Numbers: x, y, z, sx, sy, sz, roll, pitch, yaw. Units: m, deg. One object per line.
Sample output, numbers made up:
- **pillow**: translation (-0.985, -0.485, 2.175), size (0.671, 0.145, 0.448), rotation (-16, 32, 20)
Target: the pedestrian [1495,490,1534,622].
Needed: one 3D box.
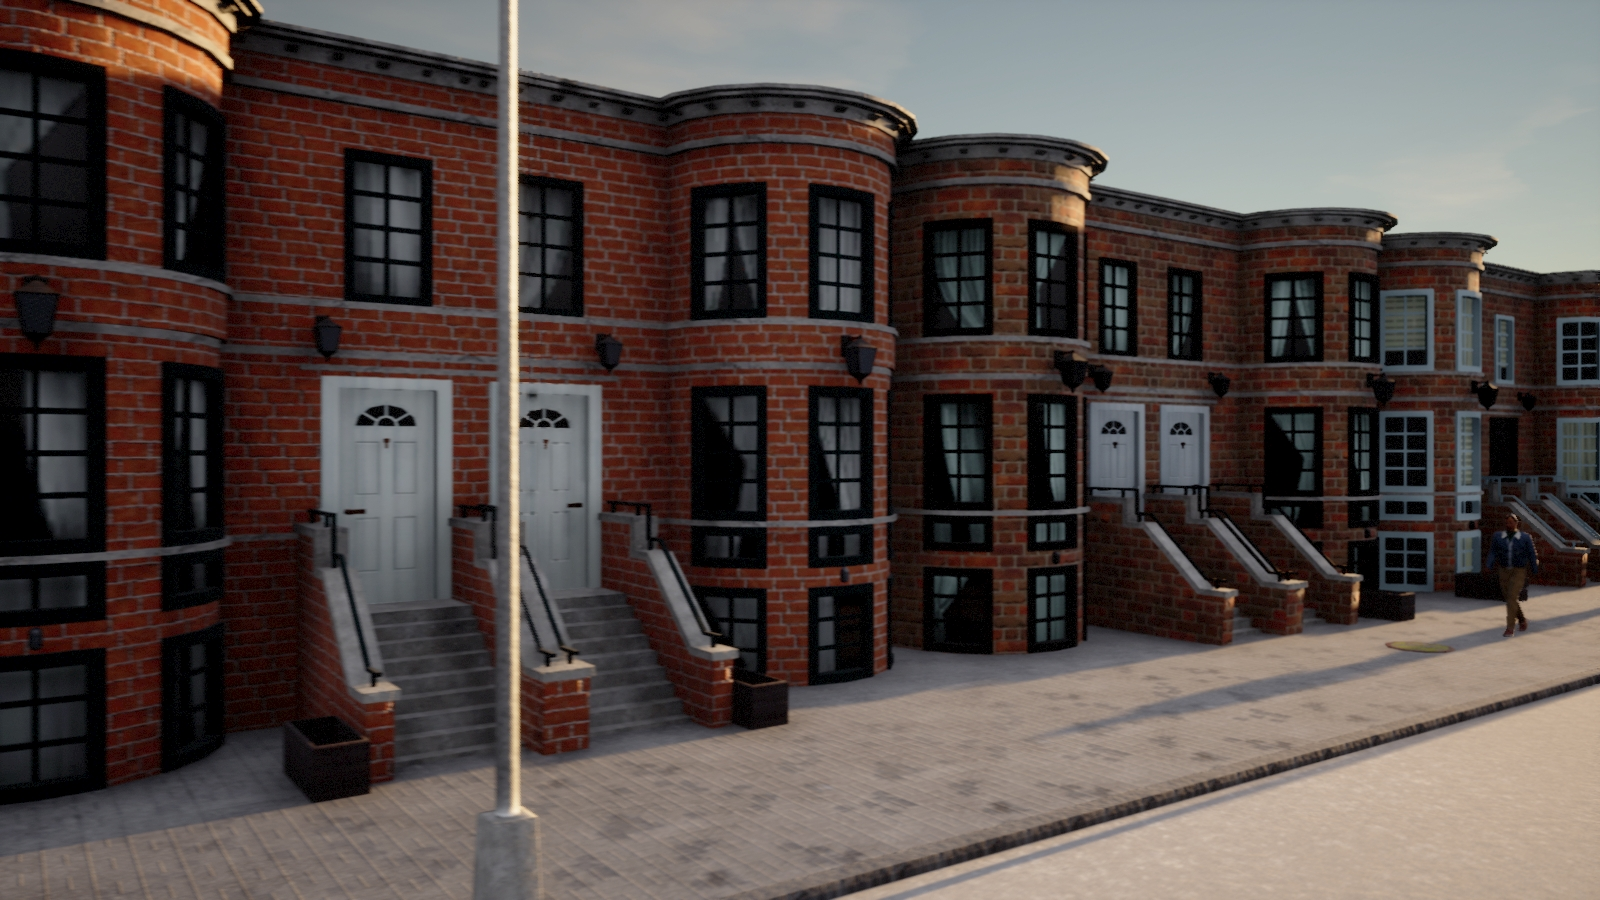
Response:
- **pedestrian**: translation (10.406, 1.529, 16.629), size (0.375, 1.860, 0.375), rotation (0, 0, -38)
